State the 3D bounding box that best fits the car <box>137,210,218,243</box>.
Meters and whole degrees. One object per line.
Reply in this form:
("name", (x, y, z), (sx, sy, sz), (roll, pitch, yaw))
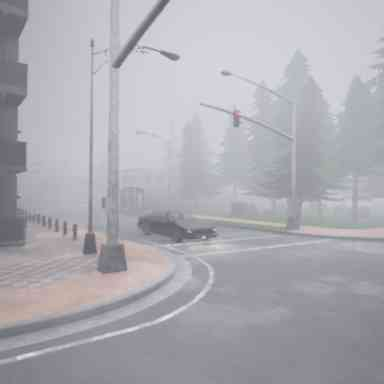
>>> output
("car", (-0.966, 1.637, 17.024), (2.033, 1.411, 5.357), (1, 0, -35))
